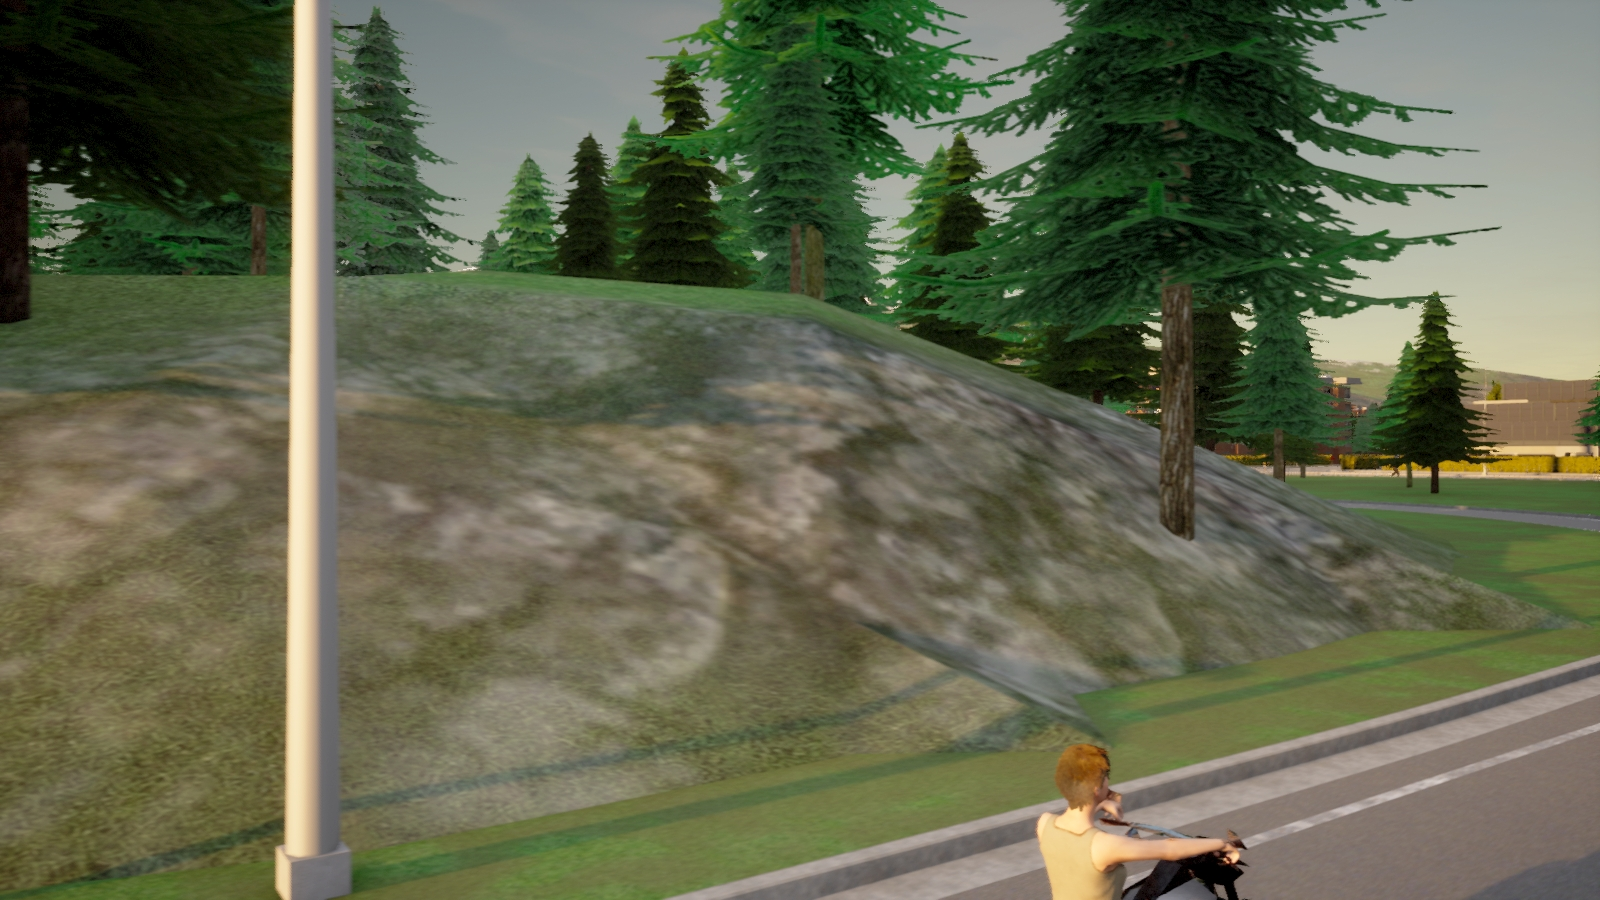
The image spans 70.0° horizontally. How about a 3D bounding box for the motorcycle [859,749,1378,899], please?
[{"bbox_3d":[1.412,2.156,4.770,2.356,1.307,0.764,0,0,-35],"label":"motorcycle"}]
